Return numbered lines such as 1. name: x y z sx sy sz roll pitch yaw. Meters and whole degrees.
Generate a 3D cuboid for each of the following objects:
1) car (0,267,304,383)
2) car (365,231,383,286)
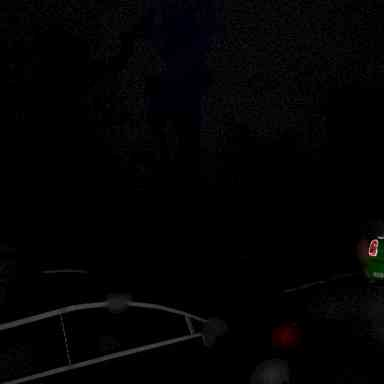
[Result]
1. car: -0.998 1.491 3.014 4.902 1.511 2.128 0 0 -36
2. car: 6.320 1.352 8.204 4.553 1.767 2.097 0 0 -35
